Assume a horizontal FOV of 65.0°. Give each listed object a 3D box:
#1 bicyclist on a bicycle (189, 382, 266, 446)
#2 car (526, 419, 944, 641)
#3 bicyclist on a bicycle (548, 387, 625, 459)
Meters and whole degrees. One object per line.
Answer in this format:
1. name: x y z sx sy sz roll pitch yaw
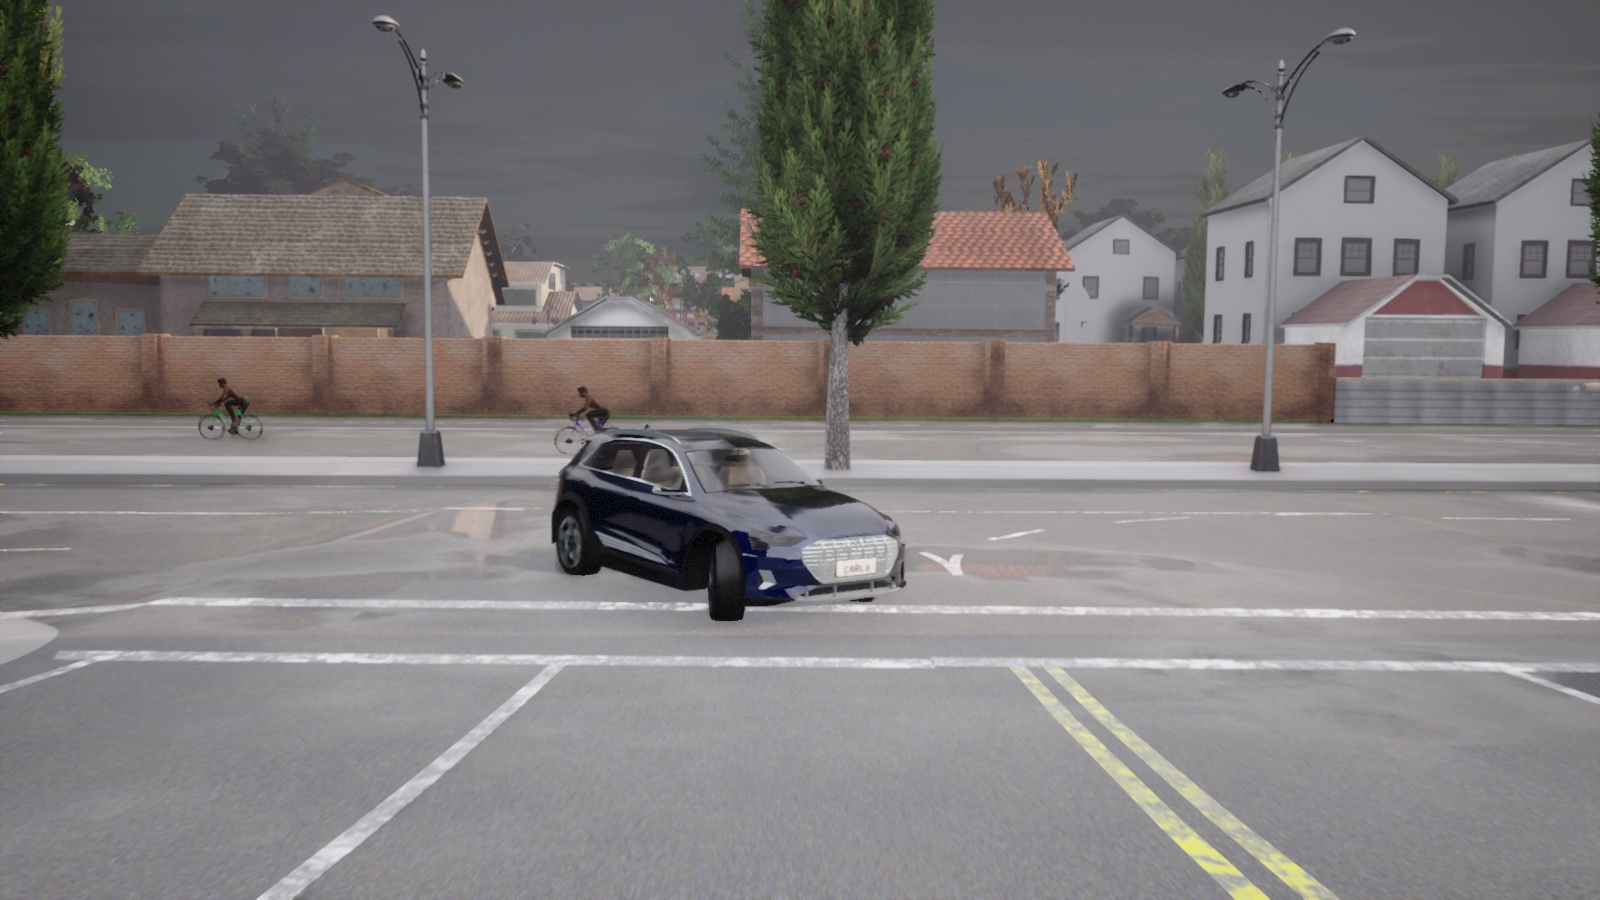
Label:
1. bicyclist on a bicycle: -14.831 -0.940 32.562 1.656 1.620 0.582 -1 5 -1
2. car: -0.916 0.622 13.235 2.033 1.649 4.856 -2 5 -36
3. bicyclist on a bicycle: -4.966 -0.644 29.299 1.656 1.620 0.582 -1 5 -1
